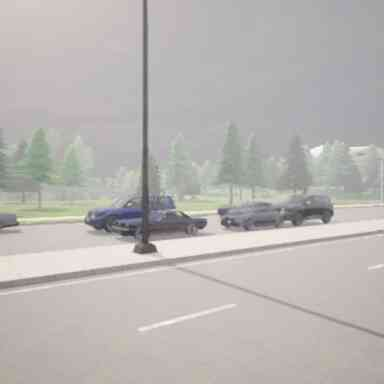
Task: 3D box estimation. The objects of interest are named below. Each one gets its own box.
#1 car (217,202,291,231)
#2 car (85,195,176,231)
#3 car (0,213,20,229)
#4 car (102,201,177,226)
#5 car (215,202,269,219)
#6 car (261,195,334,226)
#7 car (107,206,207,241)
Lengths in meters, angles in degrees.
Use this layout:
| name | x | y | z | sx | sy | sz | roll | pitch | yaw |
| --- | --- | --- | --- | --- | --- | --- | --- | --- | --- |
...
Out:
| name | x | y | z | sx | sy | sz | roll | pitch | yaw |
| --- | --- | --- | --- | --- | --- | --- | --- | --- | --- |
| car | 3.825 | 1.557 | 20.685 | 4.181 | 1.385 | 1.994 | 0 | 0 | -35 |
| car | -3.458 | 1.218 | 19.930 | 5.566 | 2.045 | 2.150 | 0 | 0 | -35 |
| car | -12.307 | 1.549 | 17.921 | 5.357 | 1.411 | 2.033 | 0 | 0 | -35 |
| car | -3.736 | 1.487 | 24.022 | 4.902 | 1.511 | 2.128 | 0 | 0 | -35 |
| car | 4.518 | 1.591 | 29.796 | 4.718 | 1.301 | 1.895 | 0 | 0 | -35 |
| car | 7.802 | 1.211 | 23.556 | 5.566 | 2.045 | 2.150 | 0 | 0 | -36 |
| car | -1.606 | 1.597 | 16.947 | 4.718 | 1.301 | 1.895 | 0 | 0 | -35 |
